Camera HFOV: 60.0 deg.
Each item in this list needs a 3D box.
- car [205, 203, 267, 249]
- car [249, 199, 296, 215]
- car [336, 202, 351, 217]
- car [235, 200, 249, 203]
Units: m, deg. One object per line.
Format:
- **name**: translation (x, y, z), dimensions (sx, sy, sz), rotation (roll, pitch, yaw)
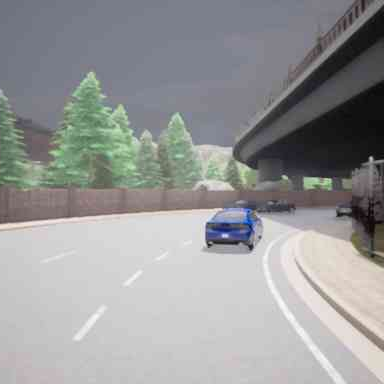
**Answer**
- **car**: translation (2.000, 1.475, 14.711), dimensions (1.882, 1.535, 5.008), rotation (0, 0, 18)
- **car**: translation (8.563, 1.499, 33.963), dimensions (4.892, 1.490, 1.837), rotation (0, -1, -33)
- **car**: translation (14.718, 1.560, 29.415), dimensions (4.181, 1.385, 1.994), rotation (0, 0, -31)
- **car**: translation (5.874, 1.542, 36.480), dimensions (5.357, 1.411, 2.033), rotation (0, 0, -36)
